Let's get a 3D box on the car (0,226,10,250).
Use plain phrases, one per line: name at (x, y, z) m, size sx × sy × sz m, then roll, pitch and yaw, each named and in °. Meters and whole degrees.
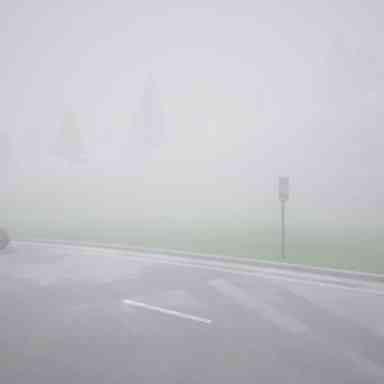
car at (-9.154, 1.605, 12.882) m, size 4.181 × 1.385 × 1.994 m, roll 0°, pitch 0°, yaw 23°
